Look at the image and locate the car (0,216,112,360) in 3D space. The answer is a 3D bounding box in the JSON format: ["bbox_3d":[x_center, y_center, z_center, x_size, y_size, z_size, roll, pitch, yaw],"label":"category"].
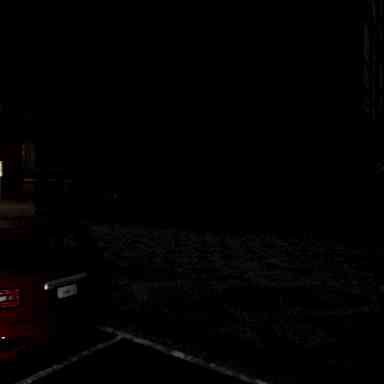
[{"bbox_3d":[-3.508,1.334,5.572,5.009,1.841,2.192,0,0,35],"label":"car"}]
